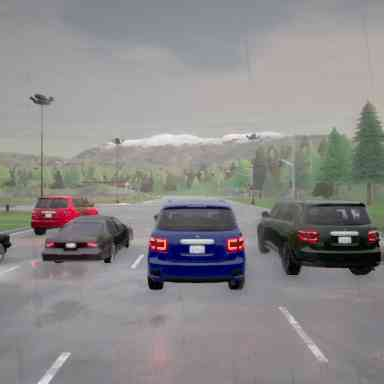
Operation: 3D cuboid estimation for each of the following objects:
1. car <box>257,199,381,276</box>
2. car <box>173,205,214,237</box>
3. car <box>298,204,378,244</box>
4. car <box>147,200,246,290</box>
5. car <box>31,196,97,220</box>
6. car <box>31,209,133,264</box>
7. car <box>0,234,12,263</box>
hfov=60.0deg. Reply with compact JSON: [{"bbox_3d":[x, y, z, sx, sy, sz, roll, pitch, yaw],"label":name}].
[{"bbox_3d":[3.590,1.221,10.510,2.150,2.045,5.566,0,0,0],"label":"car"},{"bbox_3d":[0.076,1.547,19.414,2.033,1.411,5.357,0,0,0],"label":"car"},{"bbox_3d":[7.083,1.477,16.826,1.882,1.535,5.008,0,0,0],"label":"car"},{"bbox_3d":[0.085,1.221,9.228,2.150,2.045,5.566,0,0,0],"label":"car"},{"bbox_3d":[-6.917,1.221,18.681,2.150,2.045,5.566,0,0,0],"label":"car"},{"bbox_3d":[-3.409,1.548,11.829,2.033,1.411,5.357,0,0,0],"label":"car"},{"bbox_3d":[-6.913,1.601,8.917,1.895,1.301,4.718,0,0,0],"label":"car"}]
